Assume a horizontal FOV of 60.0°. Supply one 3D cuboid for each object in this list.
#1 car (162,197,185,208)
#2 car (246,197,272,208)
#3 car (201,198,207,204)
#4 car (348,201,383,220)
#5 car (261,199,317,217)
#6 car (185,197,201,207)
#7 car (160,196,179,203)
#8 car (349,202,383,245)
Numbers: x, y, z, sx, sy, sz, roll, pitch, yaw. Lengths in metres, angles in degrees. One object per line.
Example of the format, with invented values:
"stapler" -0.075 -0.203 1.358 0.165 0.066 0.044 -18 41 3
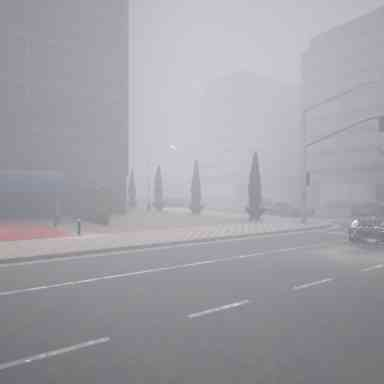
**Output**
"car" -3.673 1.540 49.276 2.033 1.411 5.357 0 0 -35
"car" 8.397 1.343 38.098 2.097 1.767 4.553 0 0 -35
"car" 0.895 1.553 61.402 1.994 1.385 4.181 0 0 -34
"car" 15.869 1.556 28.378 1.994 1.385 4.181 0 0 -44
"car" 9.098 1.593 30.884 1.895 1.301 4.718 0 0 -34
"car" -1.260 1.469 51.941 1.882 1.535 5.008 0 0 -35
"car" -4.763 1.590 69.567 1.895 1.301 4.718 0 0 -34
"car" 8.813 1.347 14.711 4.553 1.767 2.097 0 0 -42
